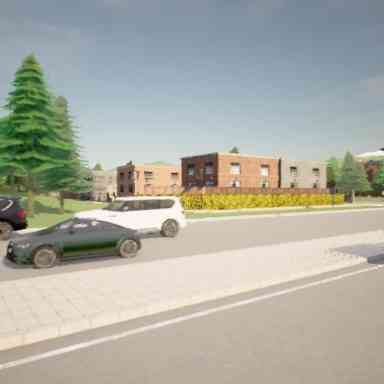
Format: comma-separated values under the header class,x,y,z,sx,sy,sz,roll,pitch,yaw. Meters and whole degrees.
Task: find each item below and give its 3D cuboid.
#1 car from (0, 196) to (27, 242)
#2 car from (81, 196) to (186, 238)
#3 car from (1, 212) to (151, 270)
class,x,y,z,sx,sy,sz,roll,pitch,yaw
car,-10.446,1.223,14.966,5.566,2.045,2.150,0,0,-35
car,-2.890,1.223,16.050,5.566,2.045,2.150,0,0,-35
car,-3.795,1.565,11.108,4.181,1.385,1.994,0,0,-35
